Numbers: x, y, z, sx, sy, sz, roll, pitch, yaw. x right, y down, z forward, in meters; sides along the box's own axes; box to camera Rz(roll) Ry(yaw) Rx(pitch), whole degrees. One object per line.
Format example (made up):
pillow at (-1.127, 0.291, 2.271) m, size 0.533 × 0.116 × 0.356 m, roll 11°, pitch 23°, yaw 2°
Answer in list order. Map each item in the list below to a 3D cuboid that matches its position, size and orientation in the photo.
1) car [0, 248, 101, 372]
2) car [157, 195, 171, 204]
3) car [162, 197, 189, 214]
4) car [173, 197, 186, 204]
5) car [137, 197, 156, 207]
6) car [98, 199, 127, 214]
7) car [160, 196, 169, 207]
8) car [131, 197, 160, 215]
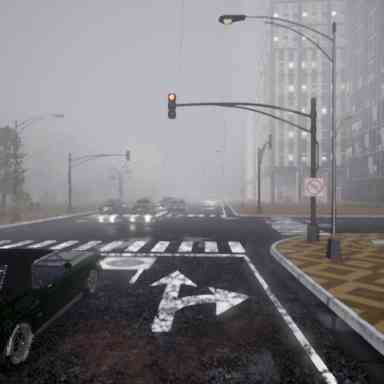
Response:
car at (-3.048, 1.598, 5.589) m, size 1.895 × 1.301 × 4.718 m, roll 0°, pitch 0°, yaw 1°
car at (-5.543, 1.454, 66.337) m, size 1.882 × 1.535 × 5.008 m, roll 0°, pitch 0°, yaw 5°
car at (-1.428, 1.529, 34.521) m, size 2.033 × 1.411 × 5.357 m, roll 0°, pitch 0°, yaw 5°
car at (-2.391, 1.578, 65.095) m, size 1.895 × 1.301 × 4.718 m, roll 0°, pitch 0°, yaw 5°
car at (-6.853, 1.480, 50.721) m, size 1.837 × 1.490 × 4.892 m, roll 0°, pitch 0°, yaw 5°
car at (-8.147, 1.471, 34.501) m, size 2.128 × 1.511 × 4.902 m, roll 0°, pitch 0°, yaw 5°
car at (-3.598, 1.482, 50.657) m, size 1.837 × 1.490 × 4.892 m, roll 0°, pitch 0°, yaw 5°
car at (-4.908, 1.486, 34.237) m, size 1.837 × 1.490 × 4.892 m, roll 0°, pitch 0°, yaw 5°
